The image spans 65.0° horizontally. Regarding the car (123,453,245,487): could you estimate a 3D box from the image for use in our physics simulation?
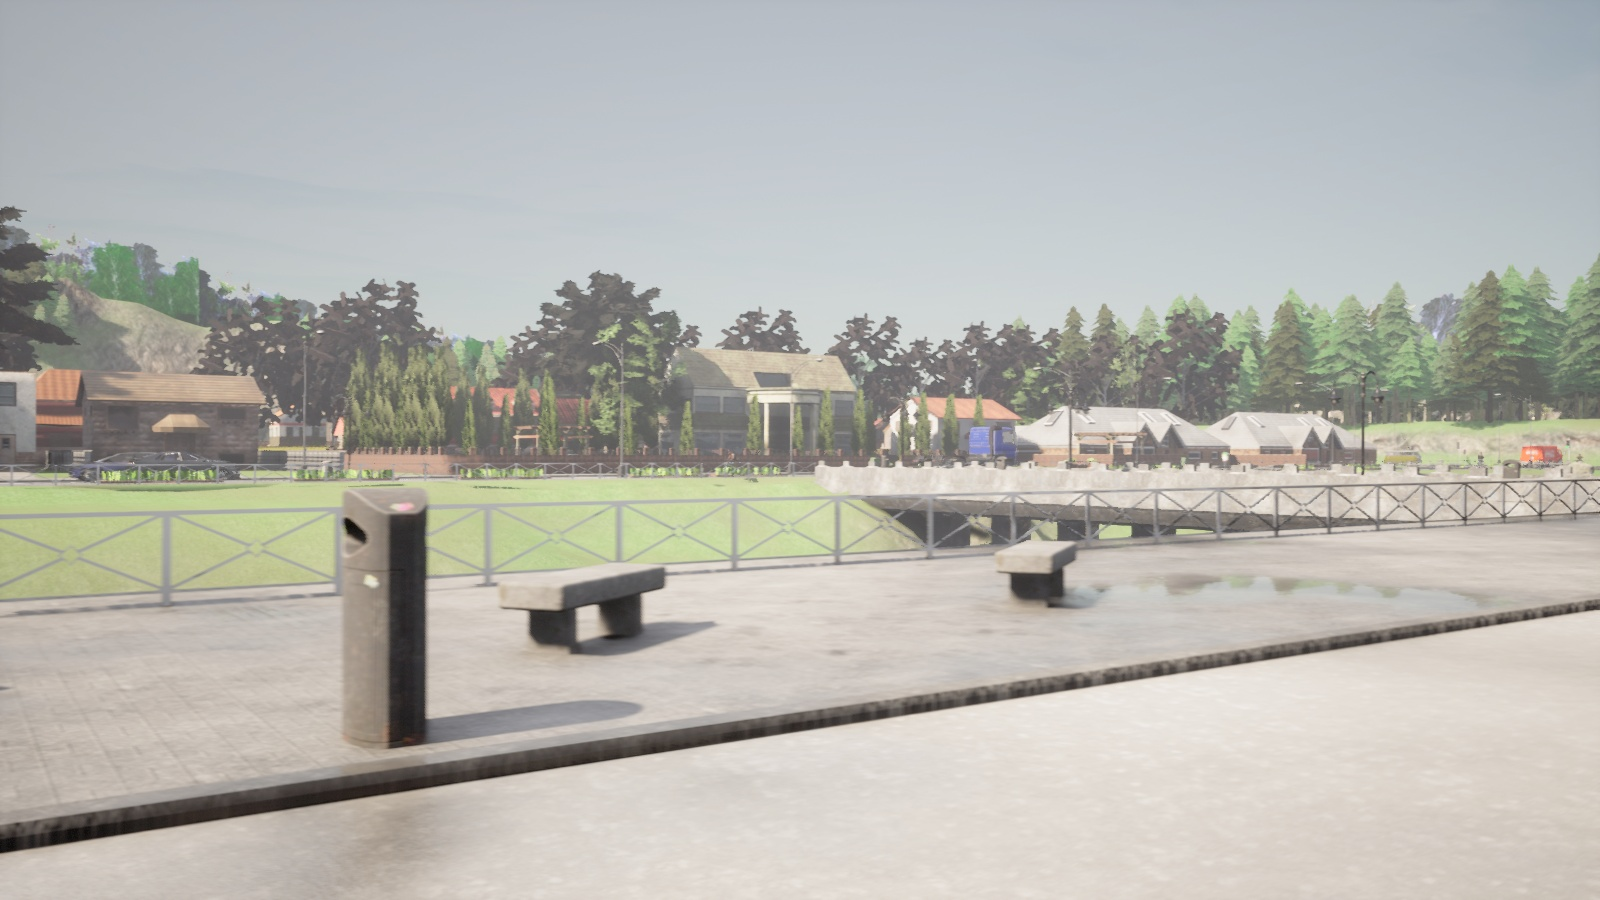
[{"bbox_3d":[-29.033,0.907,59.228,4.902,1.511,2.128,0,0,-35],"label":"car"}]

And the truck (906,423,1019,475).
[{"bbox_3d":[11.356,-0.047,87.331,7.936,3.462,2.891,0,0,-35],"label":"truck"}]

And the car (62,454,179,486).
[{"bbox_3d":[-33.117,0.965,61.260,4.792,1.488,2.163,0,0,-35],"label":"car"}]
